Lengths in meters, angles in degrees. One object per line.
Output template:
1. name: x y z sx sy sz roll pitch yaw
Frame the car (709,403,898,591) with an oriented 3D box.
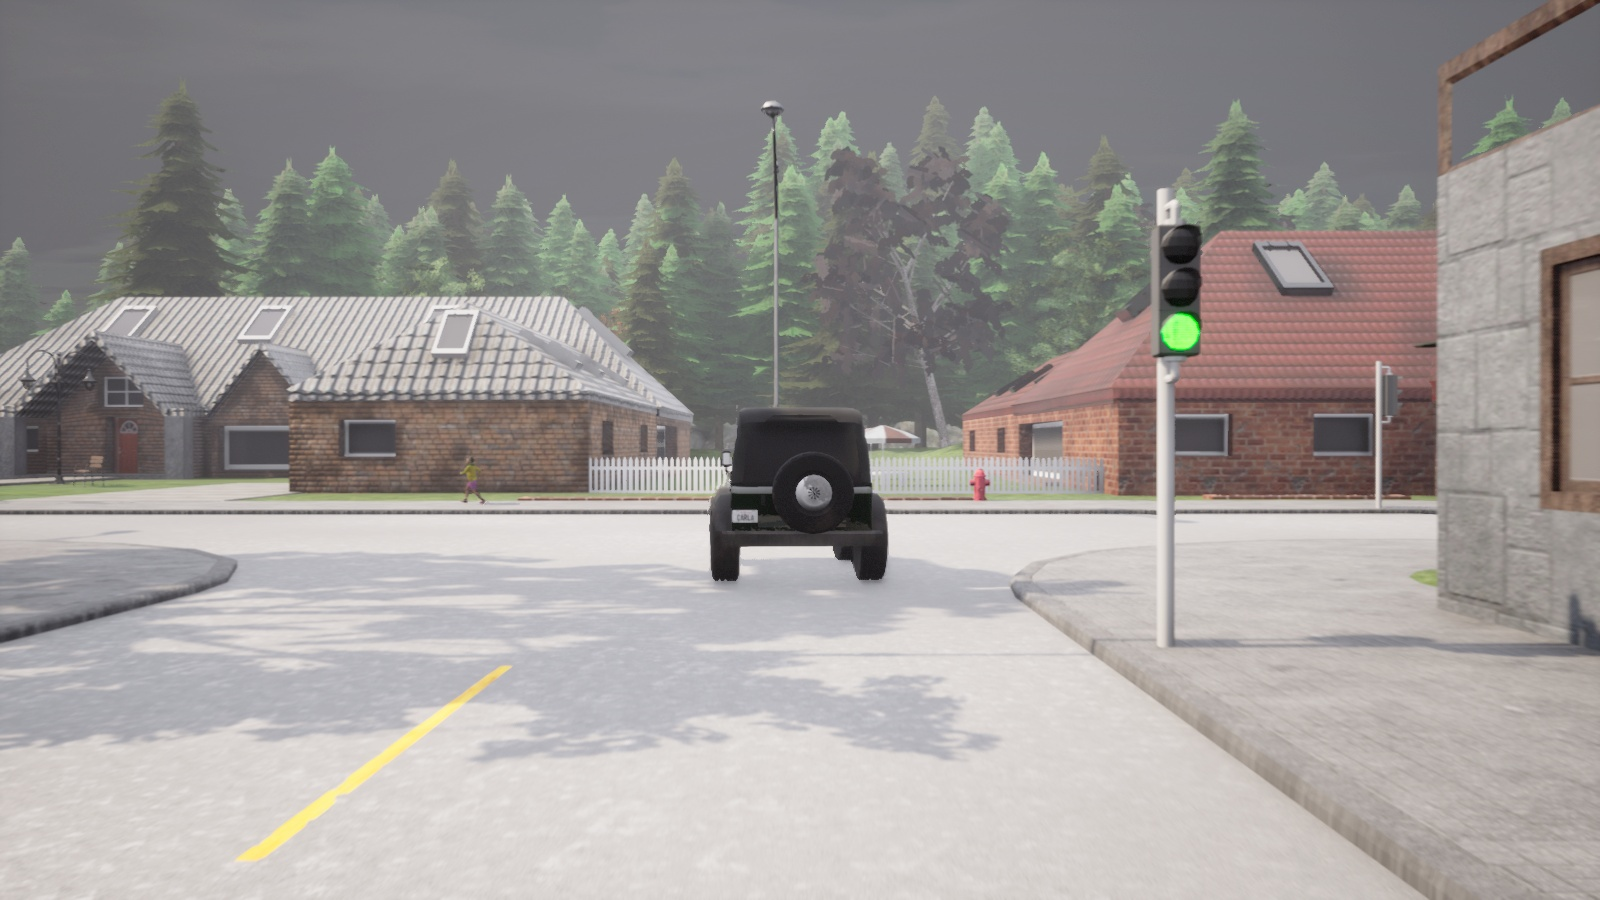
1. car: -0.096 0.464 14.587 1.905 1.878 3.866 0 0 -4

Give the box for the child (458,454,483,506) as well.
1. child: -7.424 0.677 28.293 0.473 1.160 0.299 0 0 0
